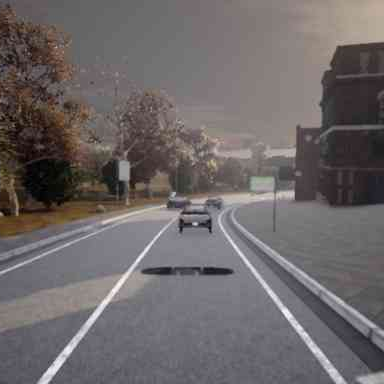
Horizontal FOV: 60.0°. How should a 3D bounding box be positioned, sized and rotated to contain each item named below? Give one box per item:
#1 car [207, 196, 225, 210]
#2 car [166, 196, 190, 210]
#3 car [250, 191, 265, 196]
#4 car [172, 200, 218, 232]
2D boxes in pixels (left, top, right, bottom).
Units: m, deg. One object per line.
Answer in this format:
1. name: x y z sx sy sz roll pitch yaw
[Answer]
1. car: 2.812 1.278 40.109 1.837 1.490 4.892 1 1 13
2. car: -1.469 1.229 37.784 1.882 1.535 5.008 1 1 12
3. car: 14.852 -0.035 75.275 2.128 1.511 4.902 4 4 36
4. car: 0.255 1.458 19.837 2.128 1.511 4.902 0 0 2
